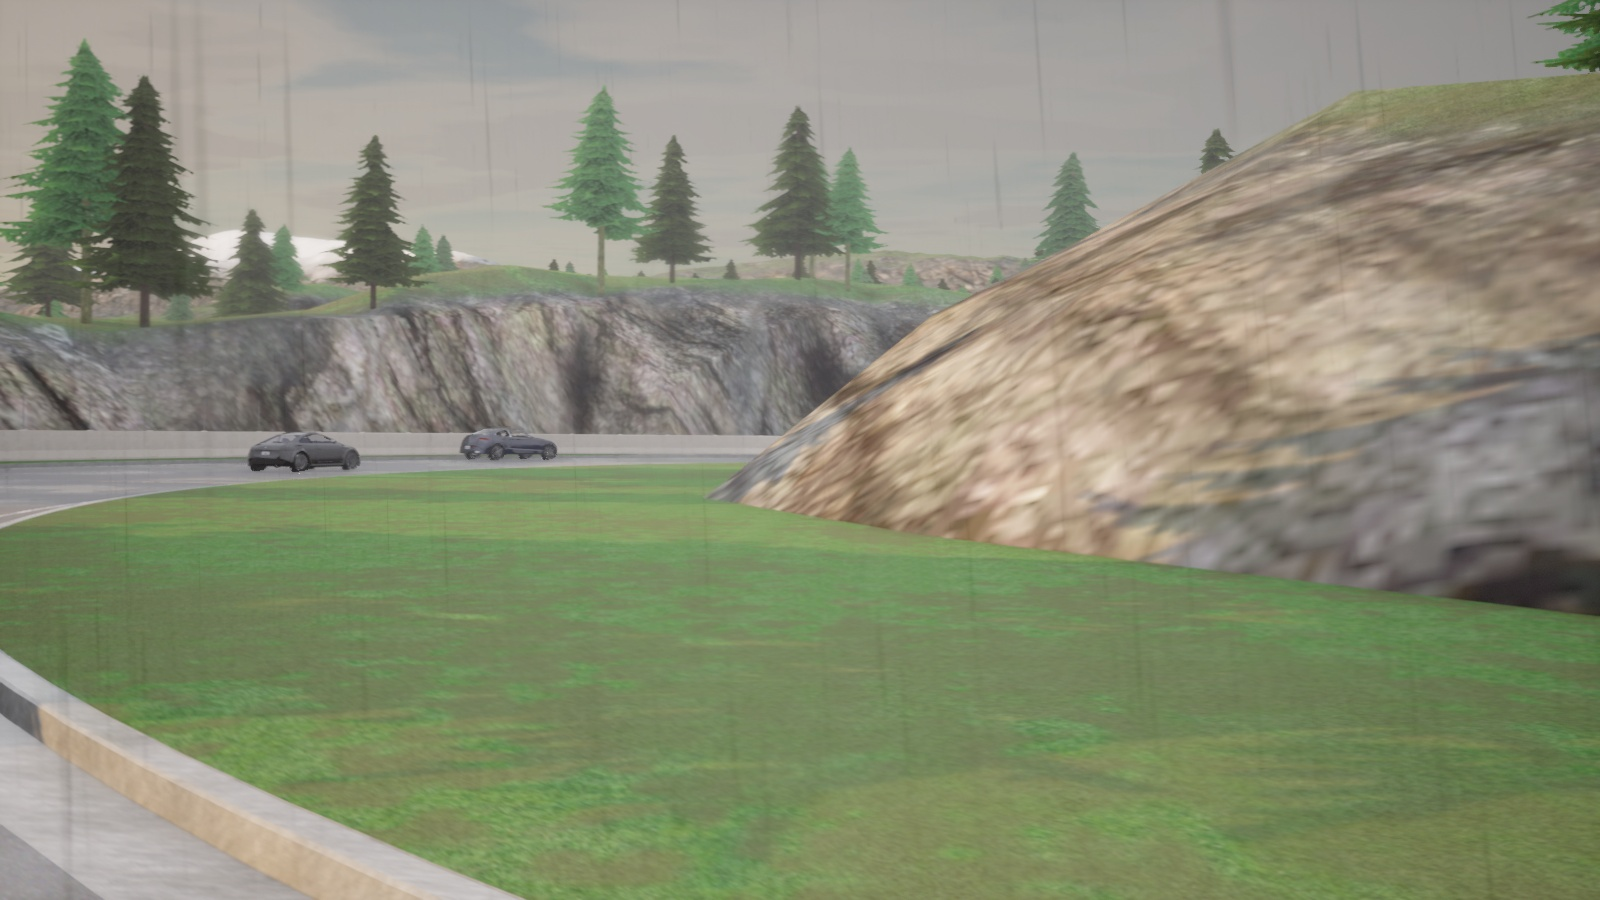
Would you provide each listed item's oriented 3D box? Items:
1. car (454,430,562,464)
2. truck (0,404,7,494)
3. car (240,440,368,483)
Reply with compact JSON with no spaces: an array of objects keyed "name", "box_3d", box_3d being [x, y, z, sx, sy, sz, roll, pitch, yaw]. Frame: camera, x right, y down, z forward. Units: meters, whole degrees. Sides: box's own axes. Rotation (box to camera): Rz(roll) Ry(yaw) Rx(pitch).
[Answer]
[{"name":"car","box_3d":[-14.697,-0.177,63.494,2.152,1.651,5.027,0,1,39]},{"name":"truck","box_3d":[-23.216,0.033,31.979,2.627,2.467,5.204,-1,1,1]},{"name":"car","box_3d":[-17.448,0.376,44.408,1.994,1.385,4.181,0,1,18]}]
